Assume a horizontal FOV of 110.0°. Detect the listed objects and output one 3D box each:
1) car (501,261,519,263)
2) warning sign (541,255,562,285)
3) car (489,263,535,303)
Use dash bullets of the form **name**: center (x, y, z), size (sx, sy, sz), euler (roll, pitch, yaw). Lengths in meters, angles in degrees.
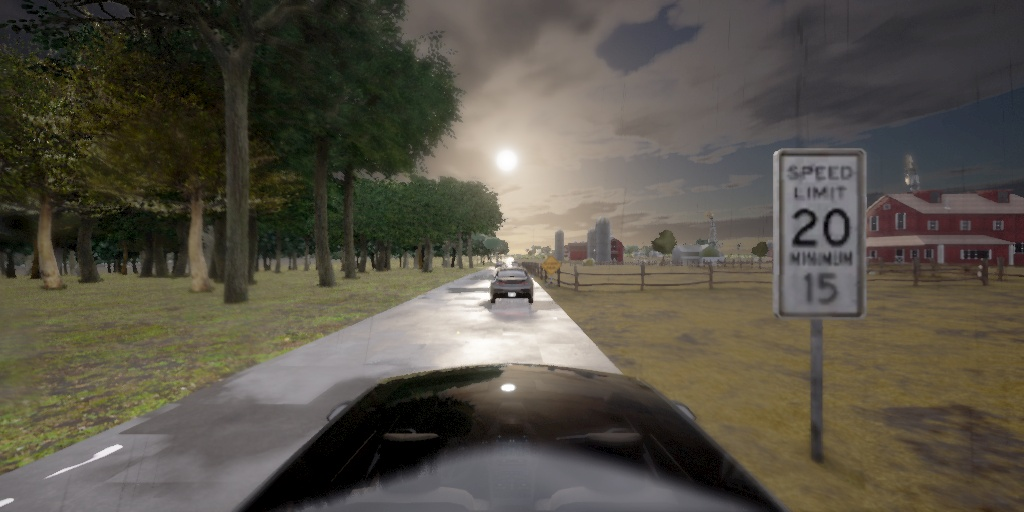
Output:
- **car**: center (0.000, 1.349, 31.503), size (1.994, 1.385, 4.181), euler (0, 0, 0)
- **warning sign**: center (2.450, 0.865, 22.384), size (1.300, 1.860, 1.060), euler (0, 0, 0)
- **car**: center (0.000, 1.267, 16.500), size (1.837, 1.490, 4.892), euler (0, 0, 0)
